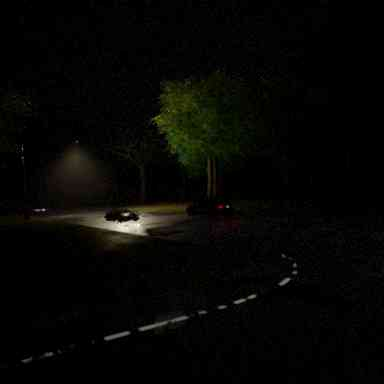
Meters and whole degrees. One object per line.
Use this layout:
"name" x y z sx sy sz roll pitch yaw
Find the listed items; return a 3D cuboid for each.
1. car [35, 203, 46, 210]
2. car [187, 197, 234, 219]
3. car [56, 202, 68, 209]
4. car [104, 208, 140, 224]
"car" -36.320 3.447 79.735 1.994 1.385 4.181 -4 1 -31
"car" 1.765 1.554 33.217 2.150 2.045 5.566 -4 1 -36
"car" -30.812 3.158 78.578 1.994 1.385 4.181 -4 1 -36
"car" -7.247 2.402 33.984 2.033 1.411 5.357 -4 1 -35
